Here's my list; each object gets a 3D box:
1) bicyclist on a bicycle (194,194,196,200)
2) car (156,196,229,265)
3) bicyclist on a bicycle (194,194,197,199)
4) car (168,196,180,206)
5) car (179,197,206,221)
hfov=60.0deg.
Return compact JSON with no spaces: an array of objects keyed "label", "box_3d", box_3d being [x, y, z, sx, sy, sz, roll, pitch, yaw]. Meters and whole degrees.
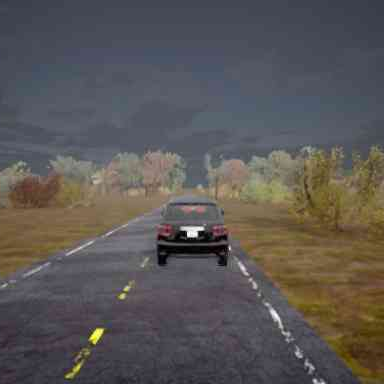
[{"label":"bicyclist on a bicycle","box_3d":[0.843,1.340,93.113,0.659,1.776,1.843,0,0,0]},{"label":"car","box_3d":[0.038,1.231,11.784,2.150,2.045,5.566,0,0,1]},{"label":"bicyclist on a bicycle","box_3d":[0.837,1.420,84.116,0.866,1.612,1.509,0,0,0]},{"label":"car","box_3d":[-3.049,1.508,57.333,1.837,1.490,4.892,0,0,0]},{"label":"car","box_3d":[0.052,1.363,27.855,2.097,1.767,4.553,0,0,1]}]
